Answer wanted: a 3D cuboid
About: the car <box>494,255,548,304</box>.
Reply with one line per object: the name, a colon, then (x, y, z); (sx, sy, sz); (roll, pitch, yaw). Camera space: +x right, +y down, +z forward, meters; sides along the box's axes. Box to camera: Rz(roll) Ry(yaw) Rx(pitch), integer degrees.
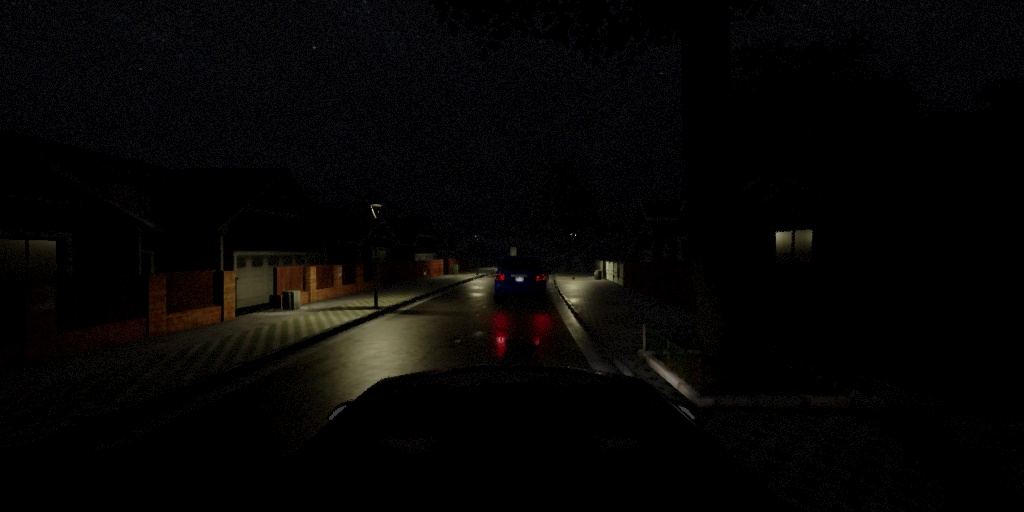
car: (0.455, 0.981, 16.407); (2.150, 2.045, 5.566); (0, 0, 3)
